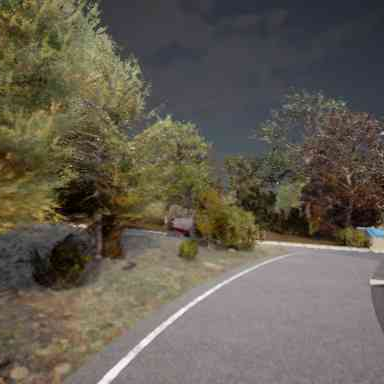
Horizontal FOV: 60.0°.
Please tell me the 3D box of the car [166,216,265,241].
[{"bbox_3d":[1.286,1.950,18.349,5.357,1.411,2.033,7,-6,-14],"label":"car"}]
